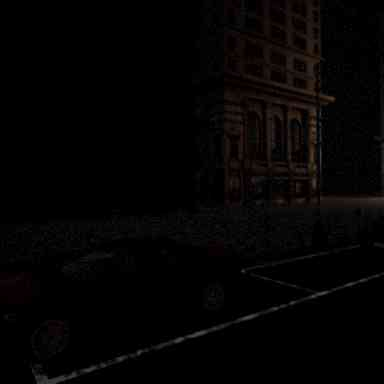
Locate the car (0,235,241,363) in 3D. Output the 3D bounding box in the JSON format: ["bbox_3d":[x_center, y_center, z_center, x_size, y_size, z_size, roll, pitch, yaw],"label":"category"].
[{"bbox_3d":[-1.142,1.514,5.844,4.507,1.381,1.887,-1,0,-36],"label":"car"}]

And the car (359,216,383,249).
[{"bbox_3d":[8.025,1.391,12.418,4.313,1.339,1.947,-1,0,-36],"label":"car"}]
